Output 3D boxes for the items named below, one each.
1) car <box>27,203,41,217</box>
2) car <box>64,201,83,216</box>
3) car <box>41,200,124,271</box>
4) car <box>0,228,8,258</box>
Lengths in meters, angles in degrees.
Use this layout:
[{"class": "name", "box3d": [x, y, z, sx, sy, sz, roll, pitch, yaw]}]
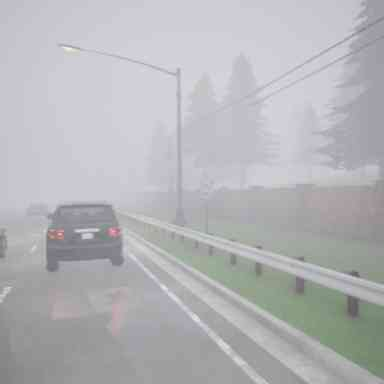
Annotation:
[{"class": "car", "box3d": [-16.386, 1.849, 35.529, 1.994, 1.385, 4.181, 0, 0, -20]}, {"class": "car", "box3d": [-13.026, 1.782, 36.539, 1.812, 1.442, 4.674, 0, 0, -20]}, {"class": "car", "box3d": [-3.780, 1.301, 11.583, 2.150, 2.045, 5.566, 0, 0, -20]}, {"class": "car", "box3d": [-6.996, 1.596, 10.197, 2.128, 1.511, 4.902, 0, 0, -20]}]
